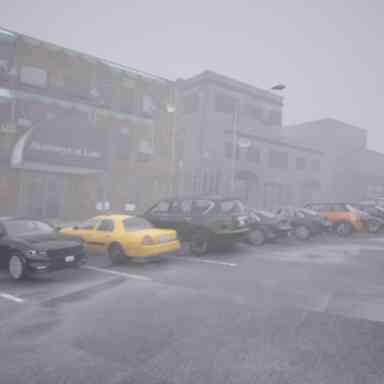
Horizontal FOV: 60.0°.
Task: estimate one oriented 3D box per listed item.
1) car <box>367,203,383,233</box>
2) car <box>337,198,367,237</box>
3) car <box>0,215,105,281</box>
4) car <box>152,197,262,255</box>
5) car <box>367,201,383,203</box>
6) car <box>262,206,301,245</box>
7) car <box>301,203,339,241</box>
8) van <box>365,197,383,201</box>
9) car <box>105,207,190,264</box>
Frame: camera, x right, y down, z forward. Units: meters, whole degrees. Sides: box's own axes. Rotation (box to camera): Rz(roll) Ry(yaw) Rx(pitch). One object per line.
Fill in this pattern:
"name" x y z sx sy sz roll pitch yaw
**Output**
"car" 9.220 1.558 20.070 4.792 1.488 2.163 -1 -1 35
"car" 6.817 1.376 18.372 4.553 1.767 2.185 -1 -1 35
"car" -5.175 1.467 9.909 5.008 1.535 2.097 -1 -1 35
"car" -0.418 1.213 13.321 5.566 2.045 2.435 -1 -1 35
"car" 11.586 1.558 21.778 5.008 1.535 2.097 -1 -1 35
"car" 2.005 1.470 14.997 4.892 1.521 2.231 -1 -1 35
"car" 4.403 1.485 16.694 4.892 1.521 2.231 -1 -1 35
"van" 13.895 1.371 23.530 4.442 1.987 1.878 -1 -1 35
"car" -2.931 1.460 11.712 5.366 1.575 1.946 -1 0 35
